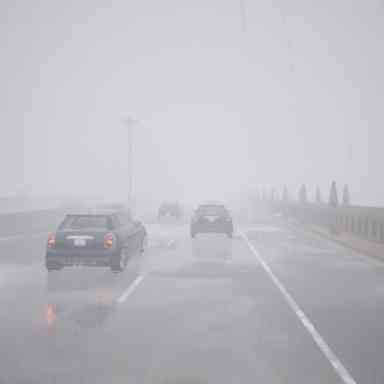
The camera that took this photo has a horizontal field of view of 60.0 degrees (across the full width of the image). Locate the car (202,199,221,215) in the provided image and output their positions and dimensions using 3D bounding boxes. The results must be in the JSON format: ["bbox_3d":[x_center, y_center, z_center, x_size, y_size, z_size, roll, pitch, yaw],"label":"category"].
[{"bbox_3d":[2.146,1.536,36.493,1.882,1.535,5.008,0,0,3],"label":"car"}]

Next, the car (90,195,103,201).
[{"bbox_3d":[-17.538,1.275,60.670,1.837,1.490,4.892,0,0,3],"label":"car"}]

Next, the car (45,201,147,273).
[{"bbox_3d":[-2.840,1.343,10.872,2.097,1.767,4.553,0,0,3],"label":"car"}]

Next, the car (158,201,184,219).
[{"bbox_3d":[-1.792,1.527,29.051,1.837,1.490,4.892,0,0,3],"label":"car"}]

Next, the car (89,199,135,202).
[{"bbox_3d":[-5.612,1.500,23.728,1.837,1.490,4.892,0,0,3],"label":"car"}]

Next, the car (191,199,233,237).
[{"bbox_3d":[1.076,1.367,18.172,2.097,1.767,4.553,0,0,3],"label":"car"}]

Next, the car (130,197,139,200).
[{"bbox_3d":[-10.611,1.642,59.254,1.837,1.490,4.892,0,0,3],"label":"car"}]

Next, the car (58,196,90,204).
[{"bbox_3d":[-15.173,1.350,42.274,2.097,1.767,4.553,0,0,4],"label":"car"}]
